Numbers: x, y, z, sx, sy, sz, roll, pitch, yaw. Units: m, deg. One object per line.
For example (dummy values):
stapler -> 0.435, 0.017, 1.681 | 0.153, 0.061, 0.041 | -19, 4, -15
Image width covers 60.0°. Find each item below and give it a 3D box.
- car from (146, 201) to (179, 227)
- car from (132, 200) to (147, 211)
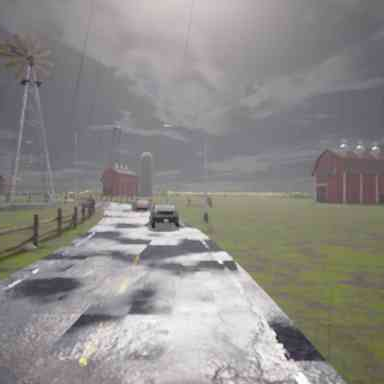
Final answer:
car -> -2.029, 1.562, 23.352 | 1.837, 1.490, 4.892 | 0, 0, -9
car -> -6.366, 1.637, 41.698 | 1.994, 1.385, 4.181 | 0, 0, -17
